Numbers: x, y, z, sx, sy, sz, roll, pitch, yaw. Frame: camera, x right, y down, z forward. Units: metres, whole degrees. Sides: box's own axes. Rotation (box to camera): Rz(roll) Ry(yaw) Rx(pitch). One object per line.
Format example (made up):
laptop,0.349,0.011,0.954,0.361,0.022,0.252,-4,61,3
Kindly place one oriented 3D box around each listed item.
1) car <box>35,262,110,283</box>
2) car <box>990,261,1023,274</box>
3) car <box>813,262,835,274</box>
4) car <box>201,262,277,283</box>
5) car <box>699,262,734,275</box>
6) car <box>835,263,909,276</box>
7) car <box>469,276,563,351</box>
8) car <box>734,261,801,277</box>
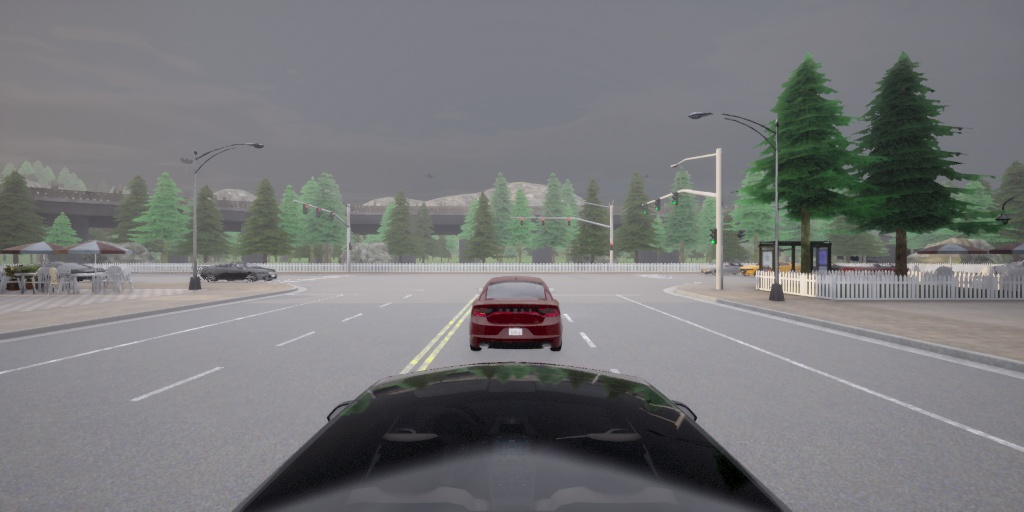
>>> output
car,-32.592,1.172,26.218,5.008,1.535,1.882,0,0,-2
car,44.598,1.258,31.422,4.181,1.385,1.994,0,0,15
car,31.138,1.295,36.508,4.718,1.301,1.895,0,0,2
car,-19.823,1.186,26.173,4.902,1.511,2.128,0,0,2
car,21.882,1.295,36.659,4.718,1.301,1.895,0,0,1
car,33.121,1.295,32.935,4.718,1.301,1.895,0,0,2
car,0.103,1.228,9.002,1.882,1.535,5.008,0,0,1
car,23.818,1.172,33.127,5.008,1.535,1.882,0,0,1
